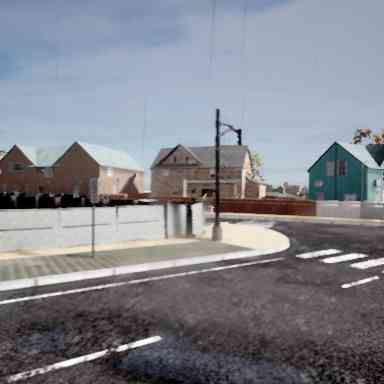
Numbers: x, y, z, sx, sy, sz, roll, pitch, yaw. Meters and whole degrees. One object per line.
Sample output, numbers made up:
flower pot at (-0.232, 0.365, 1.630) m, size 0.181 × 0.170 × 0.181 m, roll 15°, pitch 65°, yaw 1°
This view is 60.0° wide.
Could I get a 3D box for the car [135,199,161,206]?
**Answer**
car at (-2.840, 1.269, 24.038) m, size 4.674 × 1.442 × 1.812 m, roll 1°, pitch 0°, yaw 21°
